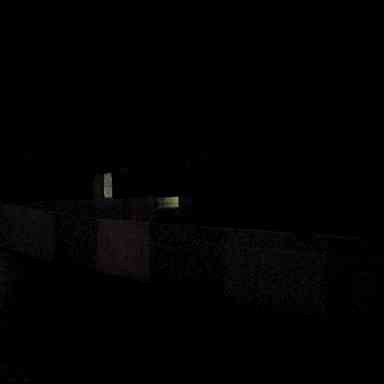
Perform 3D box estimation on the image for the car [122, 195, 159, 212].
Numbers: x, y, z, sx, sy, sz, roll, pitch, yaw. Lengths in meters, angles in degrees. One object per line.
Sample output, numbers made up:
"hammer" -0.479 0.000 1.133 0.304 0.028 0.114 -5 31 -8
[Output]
"car" -5.130 1.151 30.625 2.097 1.767 4.553 -2 -1 35
